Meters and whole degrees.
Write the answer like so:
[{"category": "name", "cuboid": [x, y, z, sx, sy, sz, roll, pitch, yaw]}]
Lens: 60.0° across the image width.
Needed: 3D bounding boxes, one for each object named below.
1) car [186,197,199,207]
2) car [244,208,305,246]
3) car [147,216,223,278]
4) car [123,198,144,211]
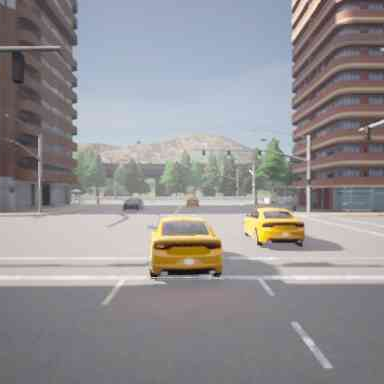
[{"category": "car", "cuboid": [0.098, 1.442, 50.212, 1.882, 1.535, 5.008, 0, 0, 0]}, {"category": "car", "cuboid": [3.595, 1.467, 15.268, 1.882, 1.535, 5.008, 0, 0, 0]}, {"category": "car", "cuboid": [-0.343, 1.470, 10.263, 1.882, 1.535, 5.008, 0, 0, -6]}, {"category": "car", "cuboid": [-7.071, 1.449, 40.361, 1.882, 1.535, 5.008, 0, 0, 0]}]
